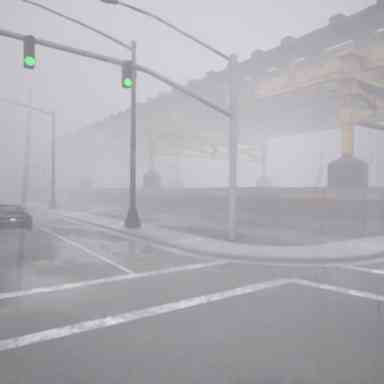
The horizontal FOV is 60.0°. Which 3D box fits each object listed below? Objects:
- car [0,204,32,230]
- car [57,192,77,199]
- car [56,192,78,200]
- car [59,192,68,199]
[{"bbox_3d":[-10.337,1.383,18.730,1.994,1.385,4.181,0,0,-35],"label":"car"},{"bbox_3d":[-25.919,0.716,69.292,1.853,1.218,4.536,0,0,9],"label":"car"},{"bbox_3d":[-25.928,0.873,69.242,2.038,1.542,4.974,0,0,9],"label":"car"},{"bbox_3d":[-23.253,0.757,65.436,4.536,1.218,1.853,1,0,19],"label":"car"}]
